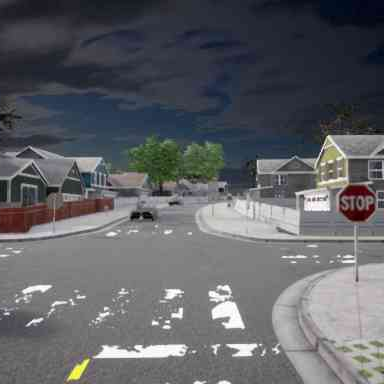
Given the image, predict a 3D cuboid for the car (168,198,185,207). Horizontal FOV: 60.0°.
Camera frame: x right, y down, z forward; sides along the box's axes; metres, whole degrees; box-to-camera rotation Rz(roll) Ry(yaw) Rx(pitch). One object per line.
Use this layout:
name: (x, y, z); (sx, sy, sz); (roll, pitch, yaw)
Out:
car: (-2.444, 1.652, 52.616); (1.895, 1.301, 4.718); (0, 0, 8)

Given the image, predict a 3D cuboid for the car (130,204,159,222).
car: (-3.805, 1.637, 26.997); (1.895, 1.301, 4.718); (0, 0, -1)
